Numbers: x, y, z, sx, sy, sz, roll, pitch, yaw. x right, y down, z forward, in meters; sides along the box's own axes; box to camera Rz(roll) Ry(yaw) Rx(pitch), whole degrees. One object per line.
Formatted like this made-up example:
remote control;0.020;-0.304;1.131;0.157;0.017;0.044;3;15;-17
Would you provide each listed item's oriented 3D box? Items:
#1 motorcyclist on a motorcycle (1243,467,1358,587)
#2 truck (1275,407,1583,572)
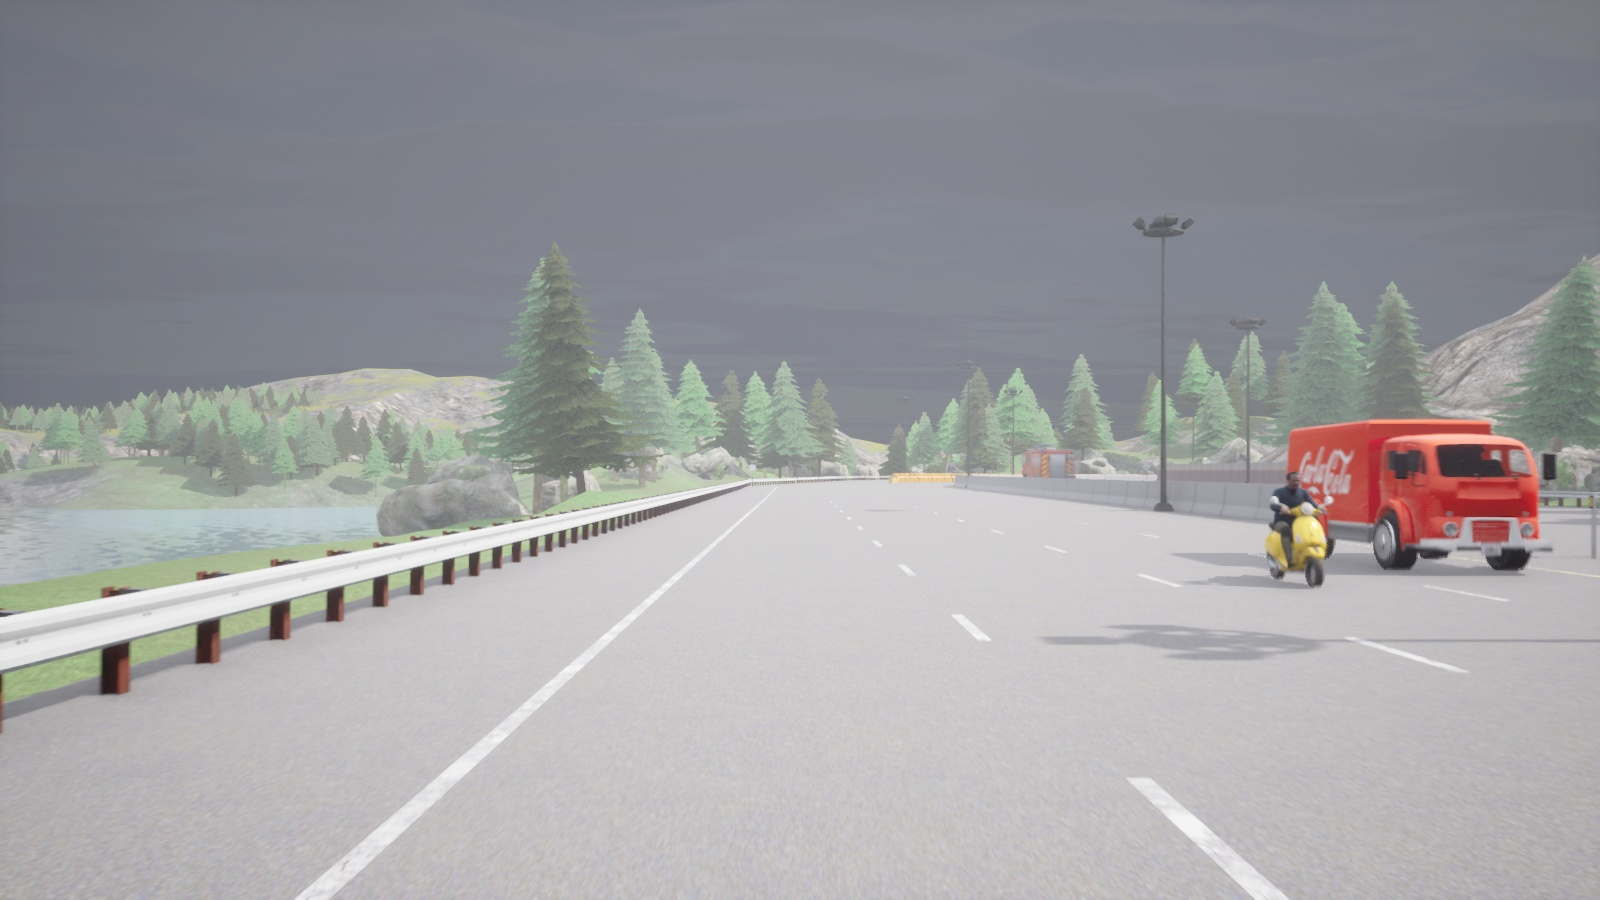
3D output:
motorcyclist on a motorcycle;6.959;1.034;17.568;0.866;1.590;1.817;0;-1;0
truck;10.448;0.649;21.516;2.627;2.467;5.204;0;-1;0
